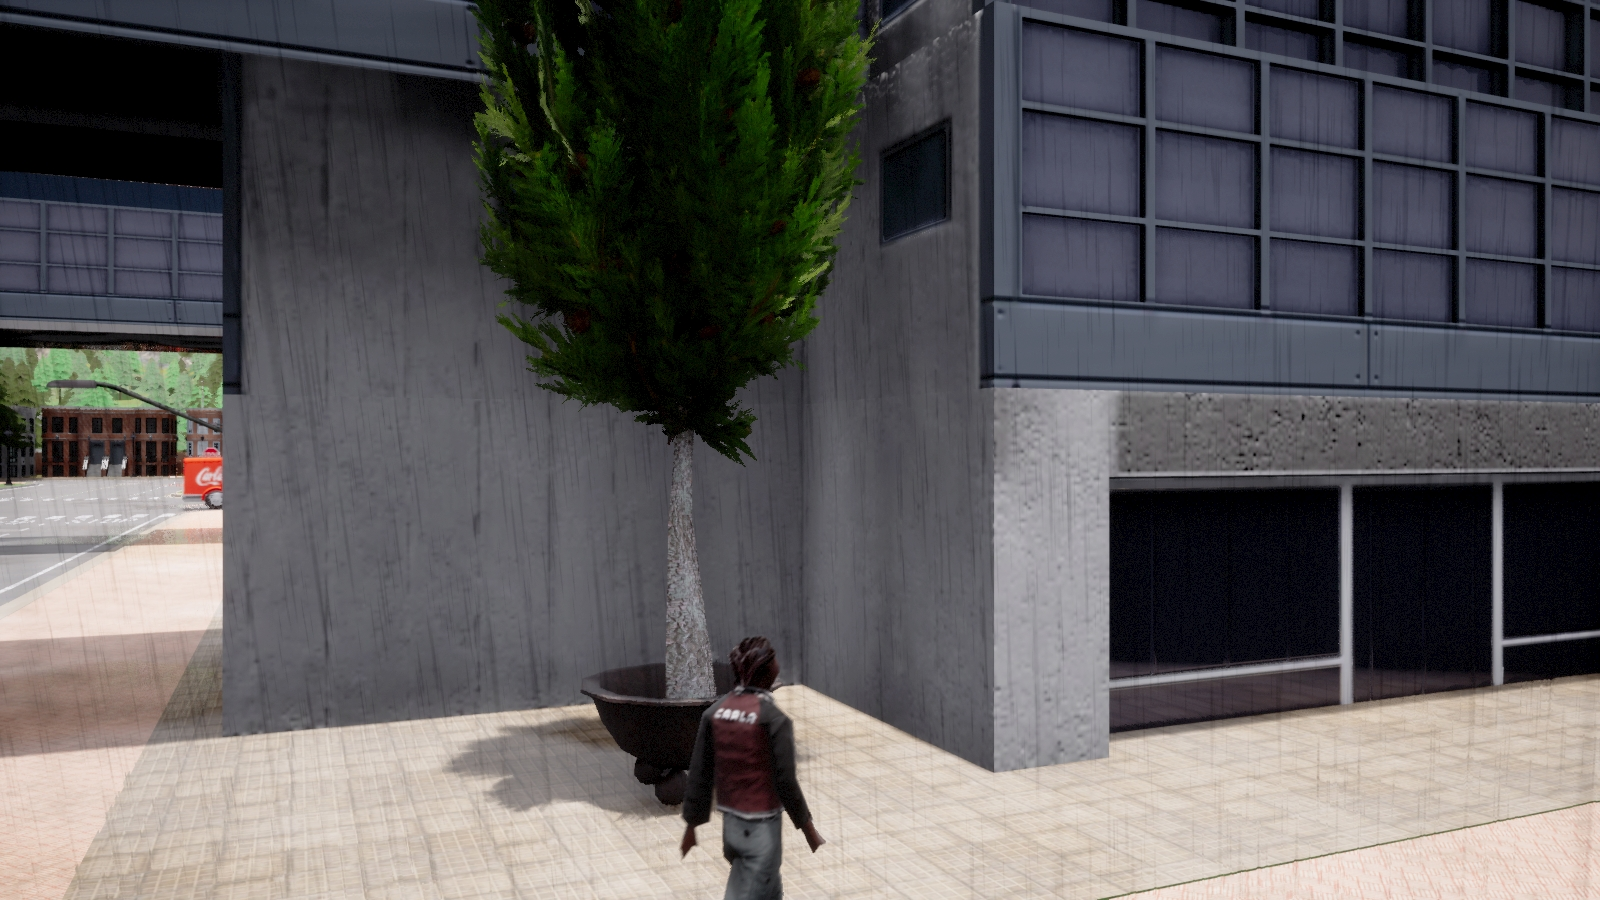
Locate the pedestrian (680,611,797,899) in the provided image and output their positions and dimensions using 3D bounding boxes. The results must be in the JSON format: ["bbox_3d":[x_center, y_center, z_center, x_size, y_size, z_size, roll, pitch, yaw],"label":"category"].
[{"bbox_3d":[-0.277,1.698,5.192,0.375,1.860,0.375,0,0,41],"label":"pedestrian"}]

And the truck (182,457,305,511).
[{"bbox_3d":[-26.495,1.568,54.652,5.204,2.467,2.627,0,0,-23],"label":"truck"}]
